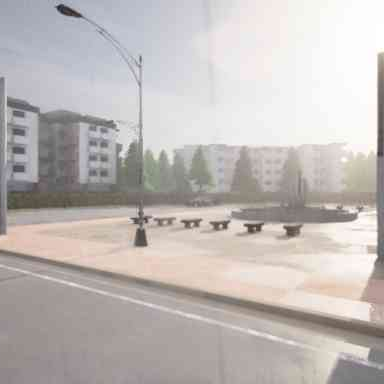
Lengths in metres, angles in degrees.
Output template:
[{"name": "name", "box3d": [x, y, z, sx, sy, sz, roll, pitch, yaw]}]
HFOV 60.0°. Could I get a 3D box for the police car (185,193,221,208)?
[{"name": "police car", "box3d": [1.322, 1.434, 49.899, 5.238, 1.638, 1.930, 0, 0, -33]}]
